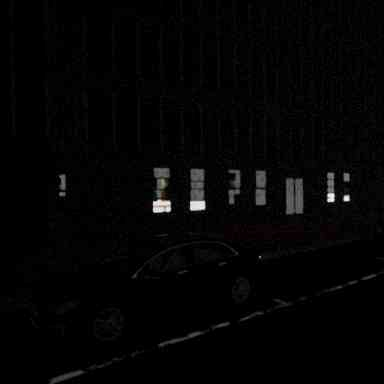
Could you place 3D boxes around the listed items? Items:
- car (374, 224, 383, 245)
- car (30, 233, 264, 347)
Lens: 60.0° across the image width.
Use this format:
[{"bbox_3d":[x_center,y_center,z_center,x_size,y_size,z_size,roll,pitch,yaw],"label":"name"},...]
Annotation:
[{"bbox_3d":[8.697,1.332,12.765,4.206,1.307,1.802,-1,1,-35],"label":"car"},{"bbox_3d":[-0.569,1.498,6.154,4.403,1.369,2.008,-1,1,-35],"label":"car"}]
